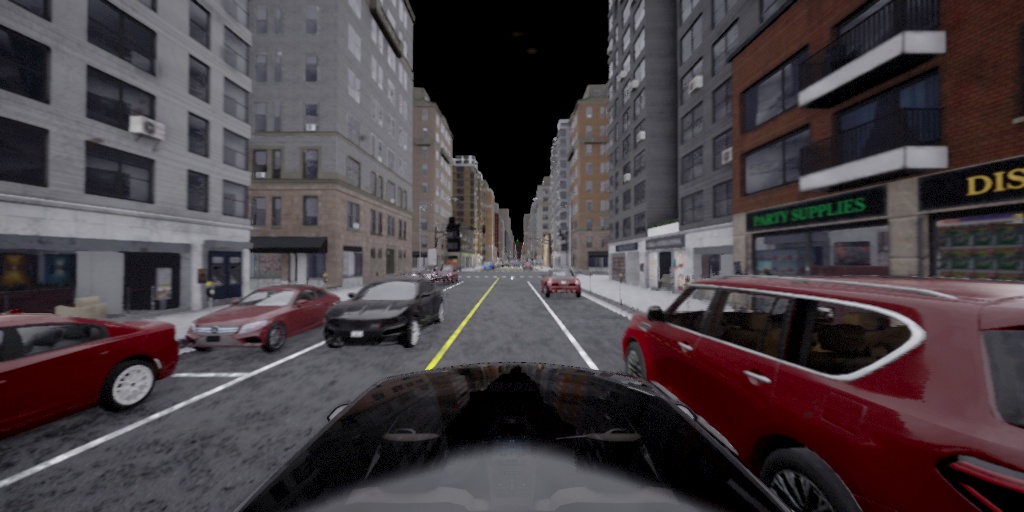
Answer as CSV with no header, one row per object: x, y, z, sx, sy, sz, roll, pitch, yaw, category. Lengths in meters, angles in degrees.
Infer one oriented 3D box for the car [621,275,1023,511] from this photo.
2.668,1.083,3.457,2.192,1.841,5.009,0,0,0,car

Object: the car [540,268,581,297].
2.666,1.410,20.419,1.967,1.591,4.097,0,0,0,car

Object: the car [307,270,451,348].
-3.101,1.314,9.680,1.882,1.535,5.008,0,-1,0,car

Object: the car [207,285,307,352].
-5.859,1.412,9.123,1.802,1.307,4.207,0,0,0,car

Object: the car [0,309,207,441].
-5.858,1.314,3.469,1.888,1.381,4.507,0,0,0,car

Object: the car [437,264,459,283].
-5.860,1.558,31.736,1.967,1.591,4.097,0,0,0,car
